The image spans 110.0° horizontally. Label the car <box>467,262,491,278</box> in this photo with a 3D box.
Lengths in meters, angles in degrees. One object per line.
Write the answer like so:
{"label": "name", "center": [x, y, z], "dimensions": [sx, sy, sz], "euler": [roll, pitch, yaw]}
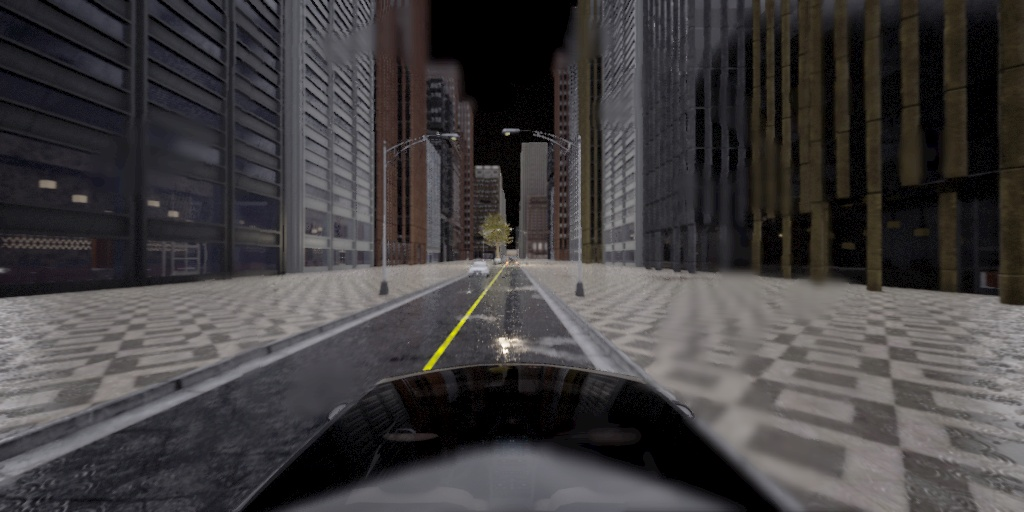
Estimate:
{"label": "car", "center": [-3.098, 1.296, 34.615], "dimensions": [1.812, 1.442, 4.674], "euler": [0, 0, 0]}
